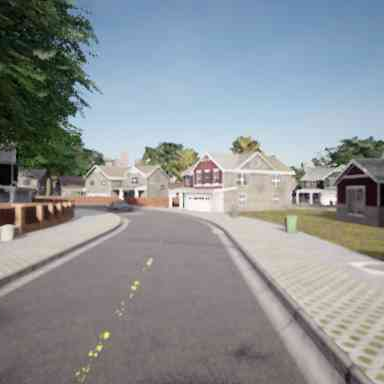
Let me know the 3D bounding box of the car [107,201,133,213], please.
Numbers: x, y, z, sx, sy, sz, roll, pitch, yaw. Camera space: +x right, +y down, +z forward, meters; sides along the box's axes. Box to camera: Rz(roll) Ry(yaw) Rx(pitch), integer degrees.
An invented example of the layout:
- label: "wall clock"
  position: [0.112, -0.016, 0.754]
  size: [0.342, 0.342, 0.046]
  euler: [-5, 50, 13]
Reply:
- label: "car"
  position: [-8.345, 1.697, 38.395]
  size: [1.994, 1.385, 4.181]
  euler: [0, 0, -30]
